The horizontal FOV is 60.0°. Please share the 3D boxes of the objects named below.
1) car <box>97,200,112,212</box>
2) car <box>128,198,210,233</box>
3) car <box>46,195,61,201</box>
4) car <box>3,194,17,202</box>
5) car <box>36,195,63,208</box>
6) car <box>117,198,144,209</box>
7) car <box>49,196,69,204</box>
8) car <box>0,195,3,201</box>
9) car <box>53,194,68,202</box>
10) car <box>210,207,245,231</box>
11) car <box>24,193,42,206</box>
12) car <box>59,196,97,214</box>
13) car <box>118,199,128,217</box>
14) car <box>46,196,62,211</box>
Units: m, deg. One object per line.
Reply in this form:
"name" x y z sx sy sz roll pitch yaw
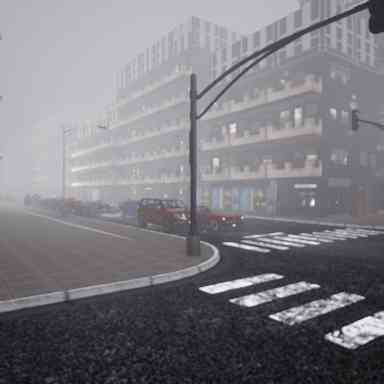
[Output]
"car" -10.460 1.499 36.448 1.895 1.301 4.718 0 0 -36
"car" -1.532 1.267 19.695 2.192 1.841 5.009 0 0 -36
"car" -31.292 1.385 75.076 2.008 1.369 4.403 0 0 -36
"car" -38.080 1.415 70.162 1.802 1.307 4.206 0 0 -36
"car" -18.146 1.439 42.636 1.947 1.339 4.313 0 0 -36
"car" -8.036 1.471 42.964 1.802 1.307 4.206 0 0 -36
"car" -24.491 1.388 61.283 2.033 1.411 5.357 0 0 -37
"car" -41.403 1.272 74.749 1.967 1.590 4.097 0 0 -36
"car" -27.970 1.275 70.490 1.967 1.590 4.097 0 0 -36
"car" 1.063 1.556 20.547 1.895 1.301 4.718 0 0 -37
"car" -24.789 1.165 51.810 2.192 1.841 5.009 0 0 -36
"car" -11.500 1.448 33.459 1.887 1.381 4.507 0 0 -36
"car" -4.532 1.403 28.249 1.882 1.535 5.008 0 0 -36
"car" -14.823 1.454 38.047 1.947 1.339 4.313 0 0 -36
